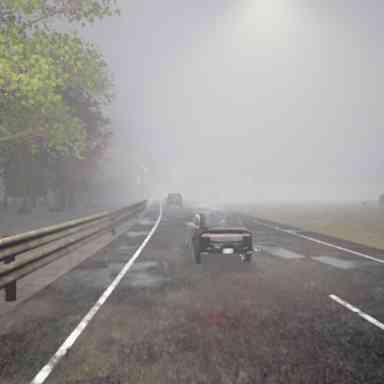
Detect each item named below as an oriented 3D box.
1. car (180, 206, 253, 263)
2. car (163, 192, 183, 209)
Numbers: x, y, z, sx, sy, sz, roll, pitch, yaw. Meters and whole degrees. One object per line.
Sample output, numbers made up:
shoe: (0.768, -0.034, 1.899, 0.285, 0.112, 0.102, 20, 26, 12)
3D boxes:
car: (0.806, 1.487, 12.008, 2.128, 1.511, 4.902, 0, 0, -6)
car: (-2.478, 1.176, 45.882, 2.150, 2.045, 5.566, 0, 0, -6)
